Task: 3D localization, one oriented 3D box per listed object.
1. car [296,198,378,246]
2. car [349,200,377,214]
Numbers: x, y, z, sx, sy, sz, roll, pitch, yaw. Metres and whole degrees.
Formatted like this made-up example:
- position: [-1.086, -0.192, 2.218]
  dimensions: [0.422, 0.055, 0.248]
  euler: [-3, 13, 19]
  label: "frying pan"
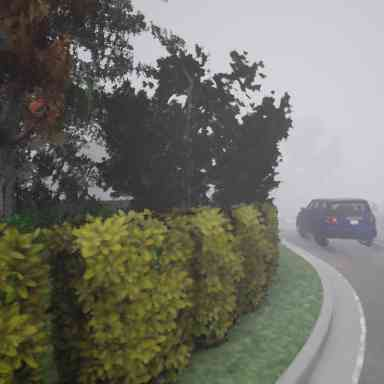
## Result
- position: [6.566, 1.297, 15.700]
  dimensions: [2.150, 2.045, 5.566]
  euler: [-1, 0, 4]
  label: "car"
- position: [19.317, 1.686, 37.431]
  dimensions: [1.994, 1.385, 4.181]
  euler: [-1, -1, 39]
  label: "car"
